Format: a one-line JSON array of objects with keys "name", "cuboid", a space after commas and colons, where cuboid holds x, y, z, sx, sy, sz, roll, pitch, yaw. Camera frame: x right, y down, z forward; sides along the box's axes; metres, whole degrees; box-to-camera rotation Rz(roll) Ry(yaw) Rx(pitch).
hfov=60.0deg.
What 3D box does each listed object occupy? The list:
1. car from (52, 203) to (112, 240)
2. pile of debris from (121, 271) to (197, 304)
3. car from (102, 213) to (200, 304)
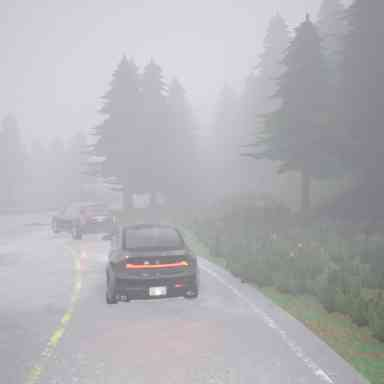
[{"name": "car", "cuboid": [-5.718, 1.352, 17.458, 2.097, 1.767, 4.553, 0, 0, -39]}, {"name": "pile of debris", "cuboid": [-0.858, 2.175, 7.751, 1.500, 0.140, 1.860, 0, 0, -14]}, {"name": "car", "cuboid": [-1.115, 1.504, 8.240, 1.837, 1.490, 4.892, 0, 0, -12]}]
